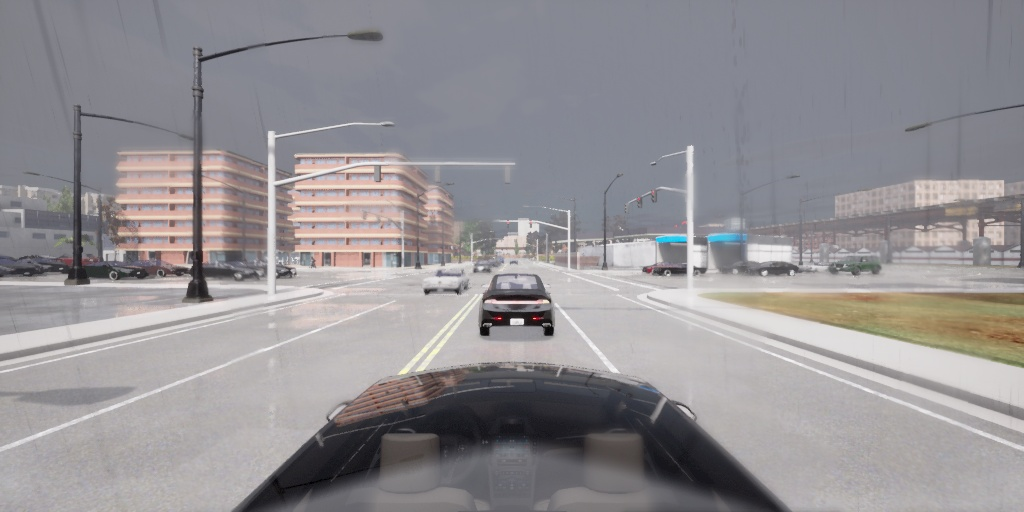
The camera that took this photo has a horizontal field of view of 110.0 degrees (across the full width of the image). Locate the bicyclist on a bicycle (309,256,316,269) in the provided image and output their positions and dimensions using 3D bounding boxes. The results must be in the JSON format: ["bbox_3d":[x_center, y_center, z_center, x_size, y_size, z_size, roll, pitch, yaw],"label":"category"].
[{"bbox_3d":[-25.927,0.844,46.628,0.582,1.620,1.656,1,0,1],"label":"bicyclist on a bicycle"}]

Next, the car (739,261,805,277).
[{"bbox_3d":[25.914,1.255,35.803,4.892,1.490,1.837,0,0,-5],"label":"car"}]

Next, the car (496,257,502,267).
[{"bbox_3d":[-3.286,1.297,61.120,2.033,1.411,5.357,0,0,1],"label":"car"}]

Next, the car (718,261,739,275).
[{"bbox_3d":[25.220,1.255,39.256,4.892,1.490,1.837,0,0,-5],"label":"car"}]

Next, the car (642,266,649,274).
[{"bbox_3d":[16.475,1.314,39.179,4.181,1.385,1.994,0,0,1],"label":"car"}]

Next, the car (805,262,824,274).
[{"bbox_3d":[34.885,1.351,41.028,4.718,1.301,1.895,0,0,-19],"label":"car"}]

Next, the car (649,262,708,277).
[{"bbox_3d":[16.635,1.351,35.651,4.718,1.301,1.895,0,0,0],"label":"car"}]

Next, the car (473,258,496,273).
[{"bbox_3d":[-3.398,1.210,41.482,2.128,1.511,4.902,0,0,0],"label":"car"}]

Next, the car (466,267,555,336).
[{"bbox_3d":[0.121,1.242,10.343,2.128,1.511,4.902,0,0,0],"label":"car"}]

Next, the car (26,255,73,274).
[{"bbox_3d":[-40.294,0.868,30.502,4.181,1.385,1.994,1,0,1],"label":"car"}]

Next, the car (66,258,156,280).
[{"bbox_3d":[-29.789,1.054,26.731,4.181,1.385,1.994,1,0,1],"label":"car"}]

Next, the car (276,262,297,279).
[{"bbox_3d":[-20.660,1.109,29.999,4.902,1.511,2.128,1,0,1],"label":"car"}]

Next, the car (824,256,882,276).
[{"bbox_3d":[36.329,0.971,37.857,5.566,2.045,2.150,0,0,-19],"label":"car"}]

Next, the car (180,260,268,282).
[{"bbox_3d":[-20.949,1.109,26.508,4.902,1.511,2.128,1,0,1],"label":"car"}]

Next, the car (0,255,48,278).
[{"bbox_3d":[-39.042,0.875,26.967,5.357,1.411,2.033,1,0,1],"label":"car"}]

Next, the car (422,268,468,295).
[{"bbox_3d":[-3.509,1.353,19.754,1.895,1.301,4.718,0,0,0],"label":"car"}]

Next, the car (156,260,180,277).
[{"bbox_3d":[-30.403,1.025,30.250,5.357,1.411,2.033,1,0,1],"label":"car"}]

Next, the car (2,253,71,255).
[{"bbox_3d":[-50.377,0.628,37.894,4.892,1.490,1.837,1,0,2],"label":"car"}]
